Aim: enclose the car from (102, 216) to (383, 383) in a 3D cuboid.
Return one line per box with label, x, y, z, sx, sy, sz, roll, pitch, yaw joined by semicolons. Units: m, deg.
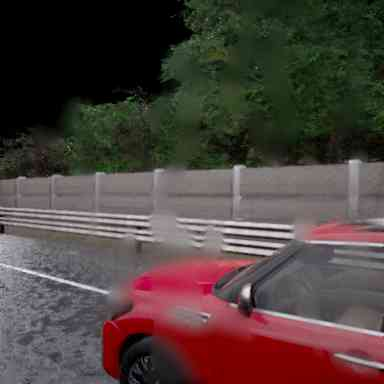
car;1.696;1.221;2.782;5.566;2.045;2.150;0;0;36
